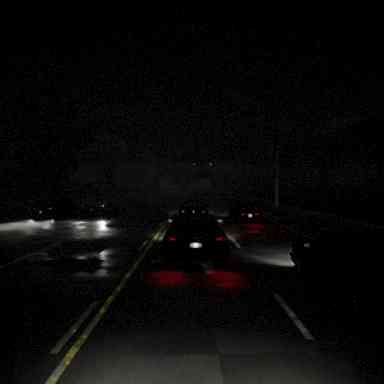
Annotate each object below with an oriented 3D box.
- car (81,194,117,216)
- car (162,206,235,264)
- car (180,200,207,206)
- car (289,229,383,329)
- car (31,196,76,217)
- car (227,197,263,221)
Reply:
[{"bbox_3d":[-6.995,0.902,25.504,1.812,1.442,4.674,0,1,0],"label":"car"},{"bbox_3d":[0.102,1.406,11.211,1.994,1.385,4.181,0,1,0],"label":"car"},{"bbox_3d":[0.098,1.229,22.709,1.895,1.301,4.718,0,1,0],"label":"car"},{"bbox_3d":[3.603,1.458,6.701,2.033,1.411,5.357,0,1,-1],"label":"car"},{"bbox_3d":[-10.495,1.093,25.510,2.128,1.511,4.902,0,1,0],"label":"car"},{"bbox_3d":[3.605,1.129,23.037,1.837,1.490,4.892,0,2,0],"label":"car"}]
